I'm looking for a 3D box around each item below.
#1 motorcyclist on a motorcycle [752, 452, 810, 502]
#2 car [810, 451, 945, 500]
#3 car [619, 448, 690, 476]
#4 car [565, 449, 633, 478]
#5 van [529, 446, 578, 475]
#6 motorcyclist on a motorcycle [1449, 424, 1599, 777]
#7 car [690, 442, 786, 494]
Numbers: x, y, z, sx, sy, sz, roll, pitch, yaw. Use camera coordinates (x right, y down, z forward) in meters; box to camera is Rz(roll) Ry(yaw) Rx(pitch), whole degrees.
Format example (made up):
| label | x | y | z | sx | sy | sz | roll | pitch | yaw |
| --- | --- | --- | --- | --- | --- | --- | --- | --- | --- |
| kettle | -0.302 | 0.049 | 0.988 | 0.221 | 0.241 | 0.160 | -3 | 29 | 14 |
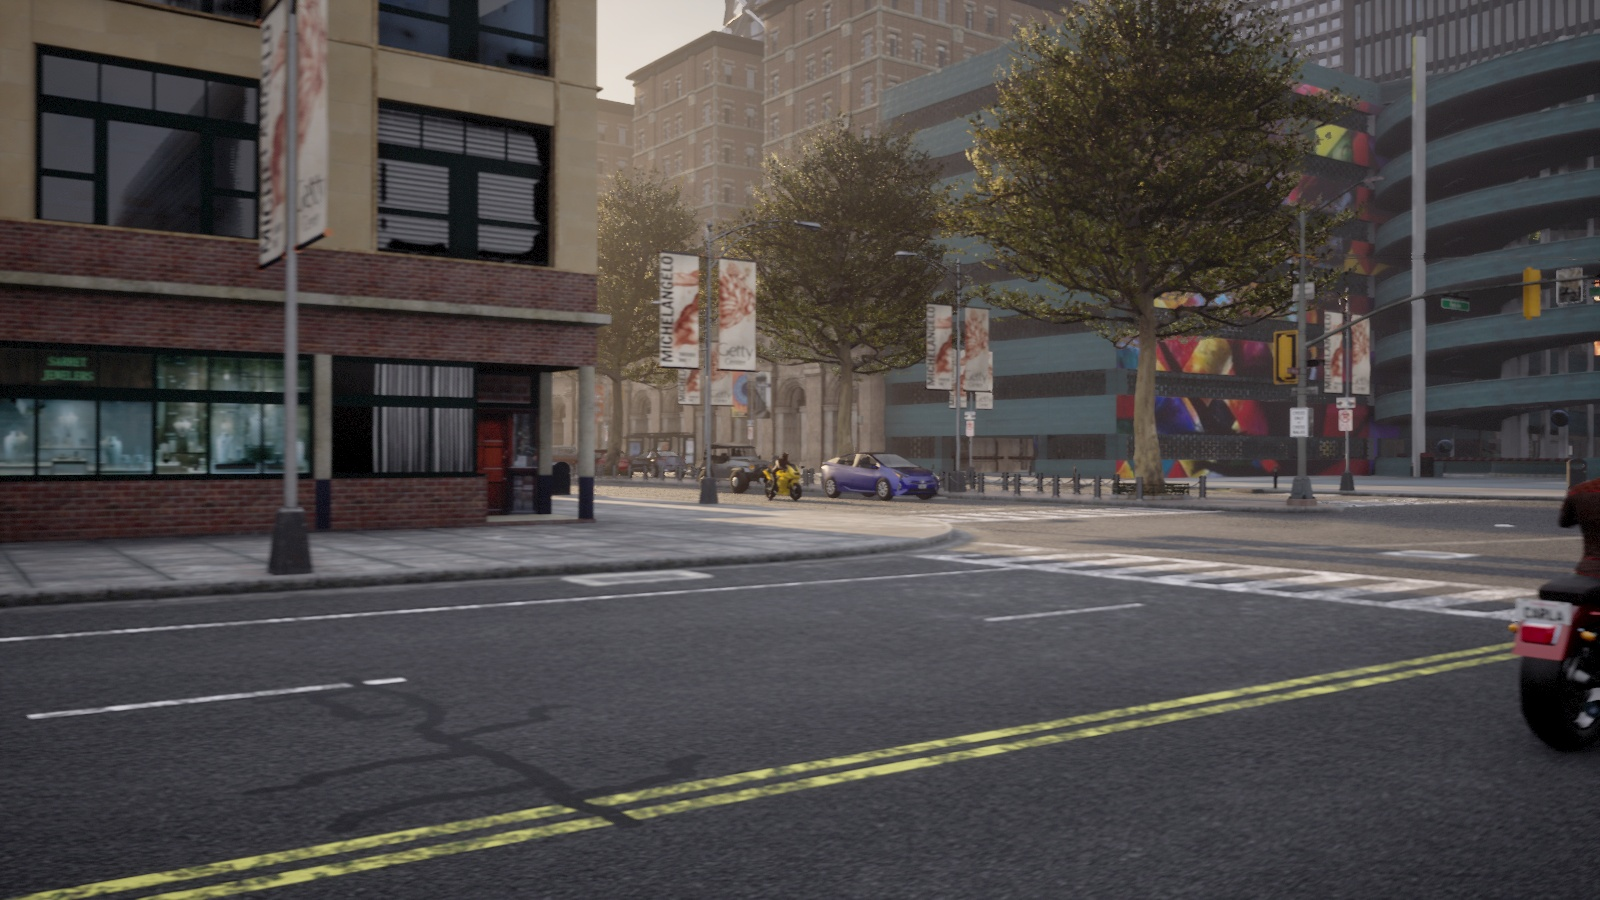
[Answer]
| label | x | y | z | sx | sy | sz | roll | pitch | yaw |
| --- | --- | --- | --- | --- | --- | --- | --- | --- | --- |
| motorcyclist on a motorcycle | -0.595 | 0.824 | 39.134 | 0.797 | 1.523 | 2.044 | 0 | 0 | -35 |
| car | 2.472 | 0.787 | 40.941 | 2.007 | 1.525 | 4.514 | 0 | 0 | -35 |
| car | -8.991 | 0.732 | 77.202 | 2.152 | 1.651 | 5.027 | 0 | 0 | -35 |
| car | -12.145 | 0.800 | 75.603 | 2.242 | 1.667 | 4.611 | 0 | 0 | -35 |
| van | -17.573 | 0.754 | 89.426 | 1.775 | 1.987 | 4.442 | 0 | 0 | -35 |
| motorcyclist on a motorcycle | 4.515 | 0.702 | 6.802 | 2.350 | 1.649 | 0.766 | 0 | 0 | -35 |
| car | -2.404 | 0.663 | 47.809 | 1.905 | 1.878 | 3.866 | 0 | 0 | -34 |
